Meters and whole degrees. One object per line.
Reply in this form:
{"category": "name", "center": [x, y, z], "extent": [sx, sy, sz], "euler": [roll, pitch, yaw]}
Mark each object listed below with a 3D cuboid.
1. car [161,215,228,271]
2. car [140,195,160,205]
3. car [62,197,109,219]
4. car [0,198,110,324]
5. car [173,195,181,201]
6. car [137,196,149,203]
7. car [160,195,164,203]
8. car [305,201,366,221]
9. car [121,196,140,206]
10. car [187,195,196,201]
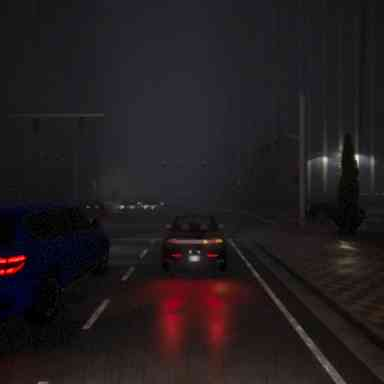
{"category": "car", "center": [0.092, 1.488, 10.893], "extent": [2.128, 1.511, 4.902], "euler": [0, 0, 1]}
{"category": "car", "center": [-7.062, 1.552, 56.153], "extent": [1.994, 1.385, 4.181], "euler": [0, 0, 0]}
{"category": "car", "center": [-9.678, 1.346, 30.020], "extent": [4.553, 1.767, 2.097], "euler": [0, 0, 45]}
{"category": "car", "center": [-3.443, 1.220, 7.265], "extent": [2.150, 2.045, 5.566], "euler": [0, 0, 1]}
{"category": "car", "center": [-3.510, 1.322, 78.478], "extent": [1.812, 1.442, 4.674], "euler": [0, 0, 0]}
{"category": "car", "center": [-10.510, 1.537, 71.121], "extent": [1.994, 1.385, 4.181], "euler": [0, 0, 0]}
{"category": "car", "center": [-7.010, 1.462, 71.269], "extent": [1.882, 1.535, 5.008], "euler": [0, 0, 0]}
{"category": "car", "center": [11.295, 1.471, 26.641], "extent": [5.008, 1.535, 1.882], "euler": [0, 0, -2]}
{"category": "car", "center": [-10.561, 1.466, 55.950], "extent": [1.882, 1.535, 5.008], "euler": [0, 0, 0]}
{"category": "car", "center": [-0.010, 1.412, 77.939], "extent": [1.837, 1.490, 4.892], "euler": [0, 0, 0]}
